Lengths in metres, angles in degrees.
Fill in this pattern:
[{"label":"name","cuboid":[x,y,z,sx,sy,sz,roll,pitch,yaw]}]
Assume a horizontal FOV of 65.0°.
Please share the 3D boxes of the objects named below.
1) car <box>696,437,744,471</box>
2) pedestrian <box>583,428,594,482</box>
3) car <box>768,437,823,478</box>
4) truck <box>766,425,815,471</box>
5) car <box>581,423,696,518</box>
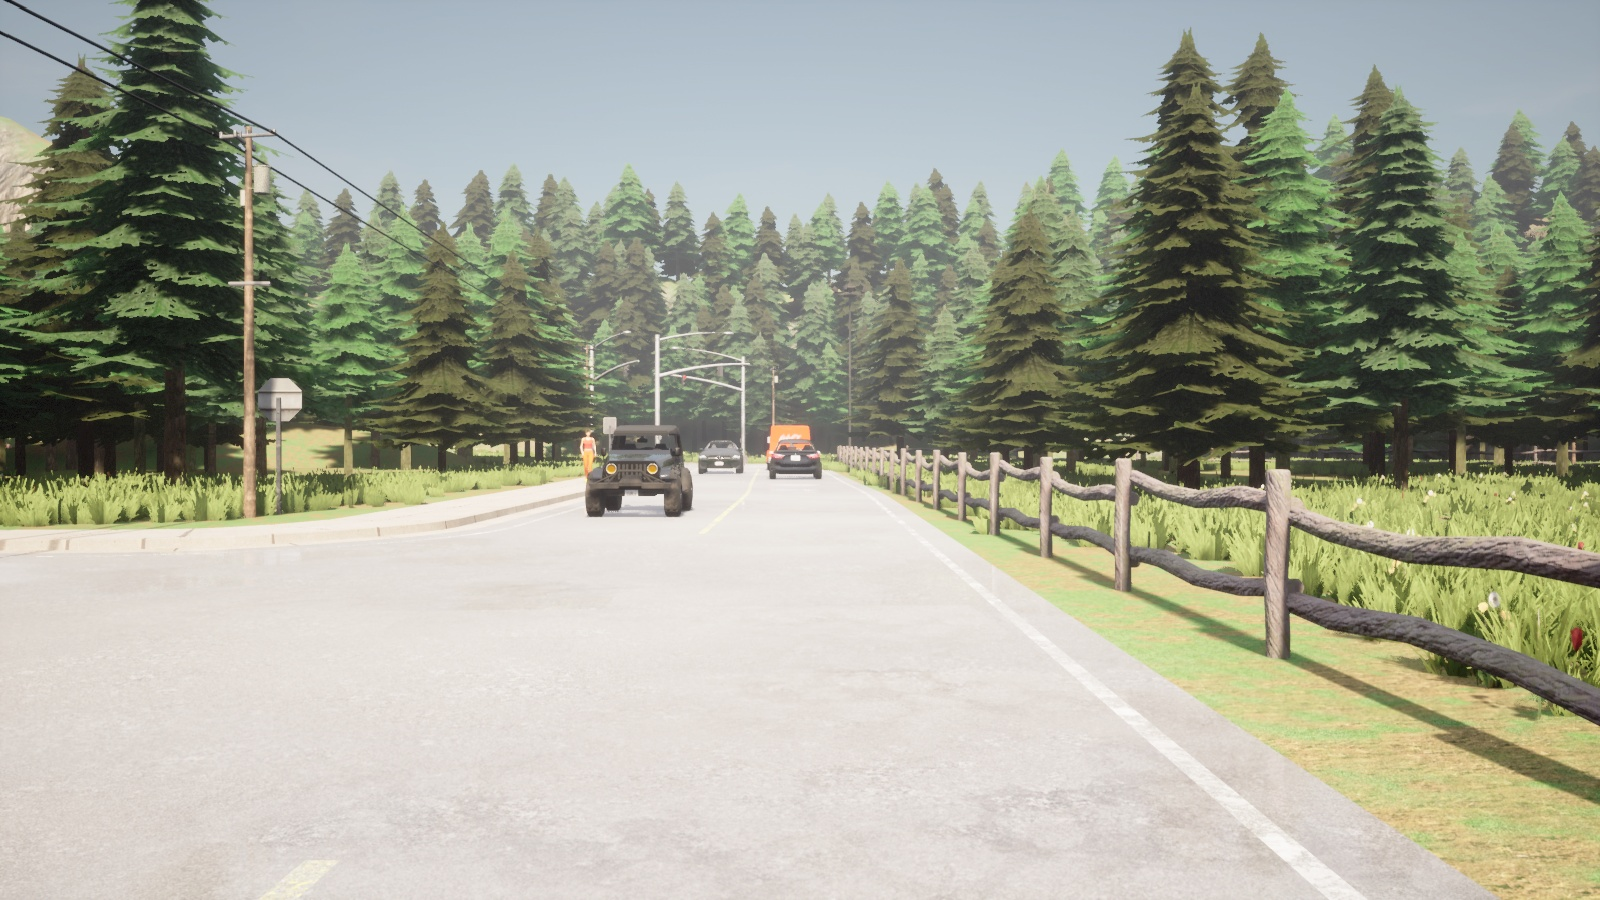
[{"label":"car","cuboid":[-3.902,0.179,62.265,2.152,1.651,5.027,0,0,-1]},{"label":"pedestrian","cuboid":[-7.212,0.157,42.777,0.345,1.836,0.594,0,0,-7]},{"label":"car","cuboid":[-0.211,0.298,53.348,2.242,1.667,4.611,0,0,-1]},{"label":"truck","cuboid":[-0.592,-0.129,70.272,2.627,2.467,5.204,0,0,-2]},{"label":"car","cuboid":[-3.336,0.389,26.623,1.905,1.878,3.866,0,0,0]}]
